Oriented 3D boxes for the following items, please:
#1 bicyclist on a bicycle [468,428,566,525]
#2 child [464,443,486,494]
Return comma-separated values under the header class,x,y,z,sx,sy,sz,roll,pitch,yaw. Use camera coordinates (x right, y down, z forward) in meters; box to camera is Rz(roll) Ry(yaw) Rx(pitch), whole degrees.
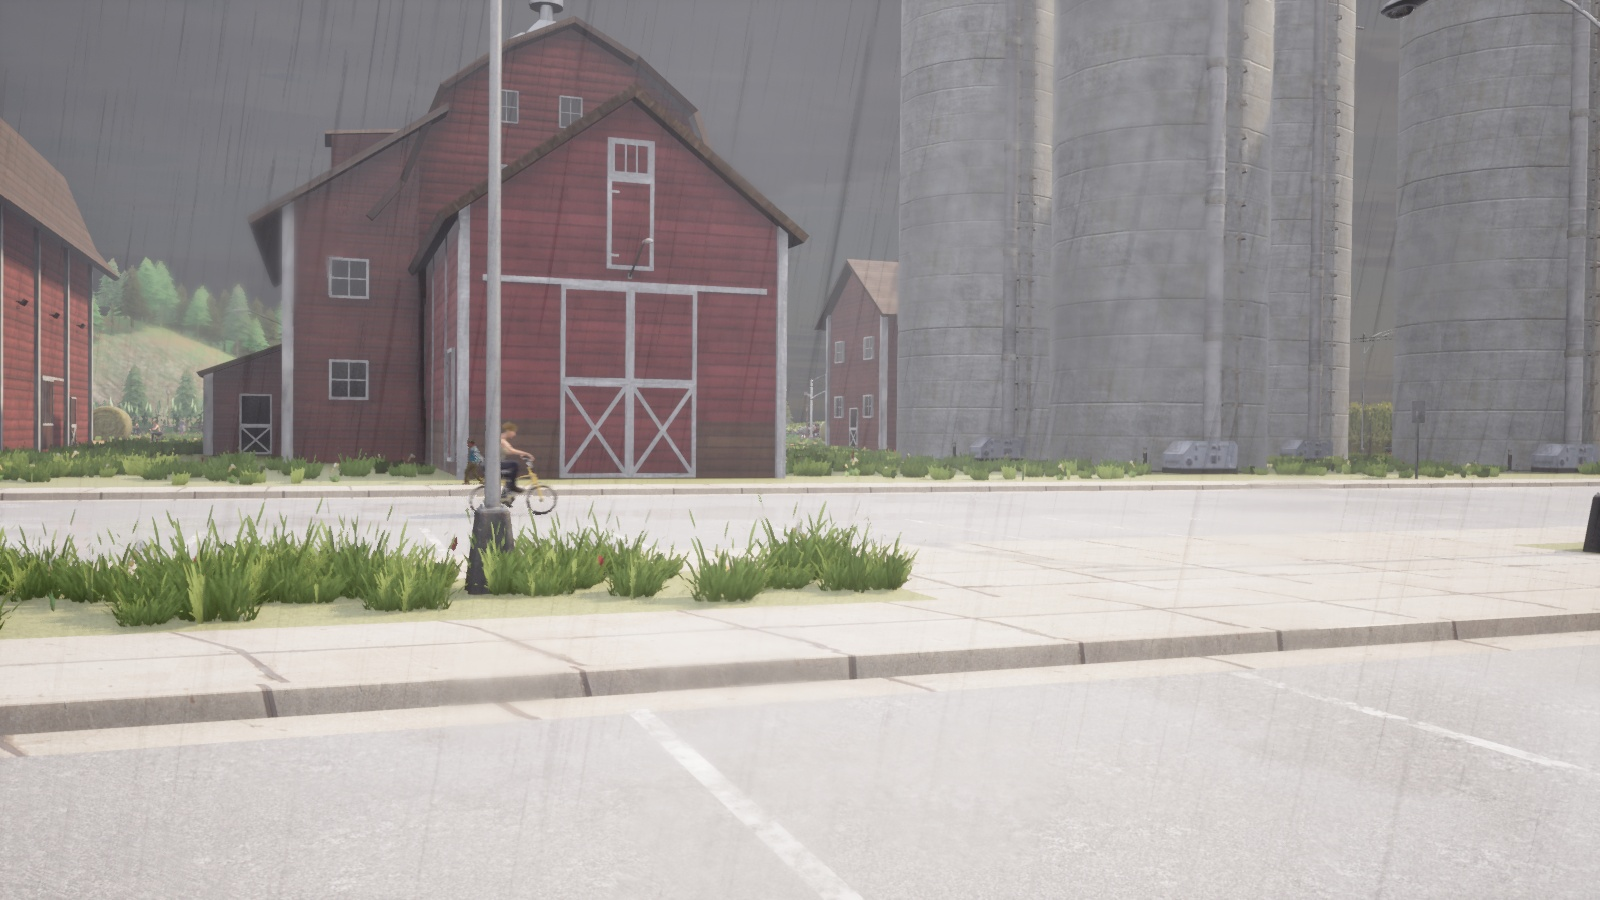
class,x,y,z,sx,sy,sz,roll,pitch,yaw
bicyclist on a bicycle,-4.873,0.436,21.598,1.509,1.612,0.866,-1,1,-21
child,-7.651,0.435,29.566,0.448,1.192,0.343,-1,1,-6
